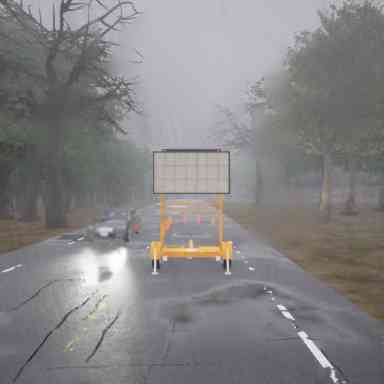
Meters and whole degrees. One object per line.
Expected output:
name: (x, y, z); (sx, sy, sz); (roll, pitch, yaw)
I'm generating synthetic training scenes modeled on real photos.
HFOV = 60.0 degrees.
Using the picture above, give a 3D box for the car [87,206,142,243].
car: (-3.627, 1.476, 16.179); (2.128, 1.511, 4.902); (0, 0, 0)

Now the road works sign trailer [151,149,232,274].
road works sign trailer: (-0.017, 0.458, 10.486); (2.380, 3.560, 2.880); (0, 0, 0)
